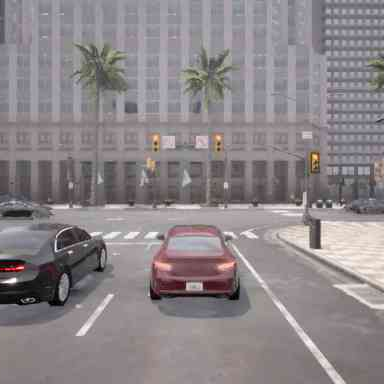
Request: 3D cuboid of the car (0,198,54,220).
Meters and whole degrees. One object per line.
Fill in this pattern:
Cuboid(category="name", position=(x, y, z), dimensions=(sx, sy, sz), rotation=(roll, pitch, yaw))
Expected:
Cuboid(category="car", position=(-13.903, 1.492, 27.353), dimensions=(4.902, 1.511, 2.128), rotation=(0, 0, 0))

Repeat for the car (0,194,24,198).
Cuboid(category="car", position=(-16.728, 1.221, 30.853), dimensions=(5.566, 2.045, 2.150), rotation=(0, 0, 0))

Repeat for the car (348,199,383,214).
Cuboid(category="car", position=(19.032, 1.564, 34.539), dimensions=(4.181, 1.385, 1.994), rotation=(0, 0, 0))

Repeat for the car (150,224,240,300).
Cuboid(category="car", position=(0.070, 1.526, 8.255), dimensions=(1.812, 1.442, 4.674), rotation=(0, 0, 1))

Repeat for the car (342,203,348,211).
Cuboid(category="car", position=(19.751, 1.491, 38.039), dimensions=(4.902, 1.511, 2.128), rotation=(0, 0, 0))

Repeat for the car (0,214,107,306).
Cuboid(category="car", position=(-3.439, 1.505, 8.000), dimensions=(1.837, 1.490, 4.892), rotation=(0, 0, 0))
